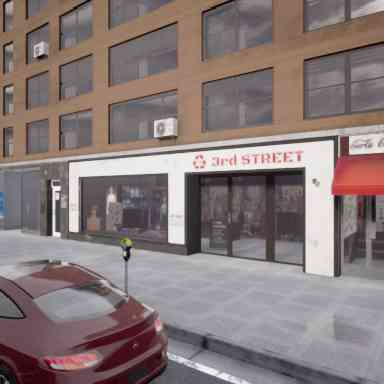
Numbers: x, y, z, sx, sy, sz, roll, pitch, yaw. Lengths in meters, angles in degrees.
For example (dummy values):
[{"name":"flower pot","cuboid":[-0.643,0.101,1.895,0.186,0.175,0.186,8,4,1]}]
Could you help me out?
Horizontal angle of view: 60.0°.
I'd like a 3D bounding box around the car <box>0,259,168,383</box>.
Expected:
[{"name":"car","cuboid":[-2.202,1.582,4.386,4.206,1.307,1.802,0,0,36]}]
